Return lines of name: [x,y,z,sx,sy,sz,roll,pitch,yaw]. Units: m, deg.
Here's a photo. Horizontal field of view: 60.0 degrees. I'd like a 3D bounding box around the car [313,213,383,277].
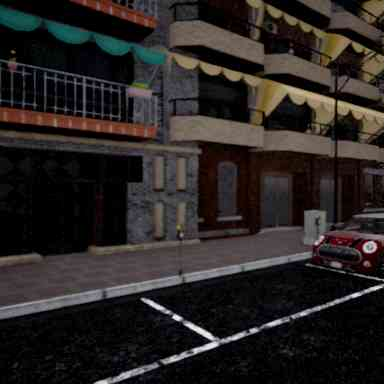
car: [5.450,1.395,9.978,4.097,1.590,1.967,0,1,-35]
